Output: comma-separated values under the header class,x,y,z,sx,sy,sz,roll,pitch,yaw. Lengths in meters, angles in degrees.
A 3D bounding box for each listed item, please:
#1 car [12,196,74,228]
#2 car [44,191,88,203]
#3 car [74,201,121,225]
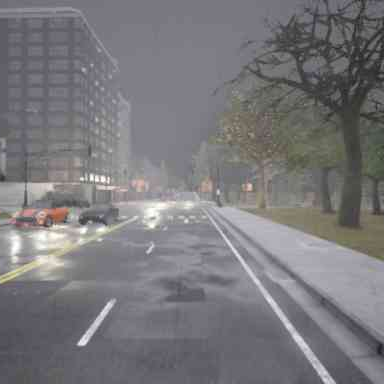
class,x,y,z,sx,sy,sz,roll,pitch,yaw
car,-9.802,1.359,21.927,2.097,1.767,4.553,0,0,0
car,-15.057,1.062,39.886,5.566,2.045,2.150,6,-1,-43
car,-6.528,1.561,24.111,2.033,1.411,5.357,0,0,0
